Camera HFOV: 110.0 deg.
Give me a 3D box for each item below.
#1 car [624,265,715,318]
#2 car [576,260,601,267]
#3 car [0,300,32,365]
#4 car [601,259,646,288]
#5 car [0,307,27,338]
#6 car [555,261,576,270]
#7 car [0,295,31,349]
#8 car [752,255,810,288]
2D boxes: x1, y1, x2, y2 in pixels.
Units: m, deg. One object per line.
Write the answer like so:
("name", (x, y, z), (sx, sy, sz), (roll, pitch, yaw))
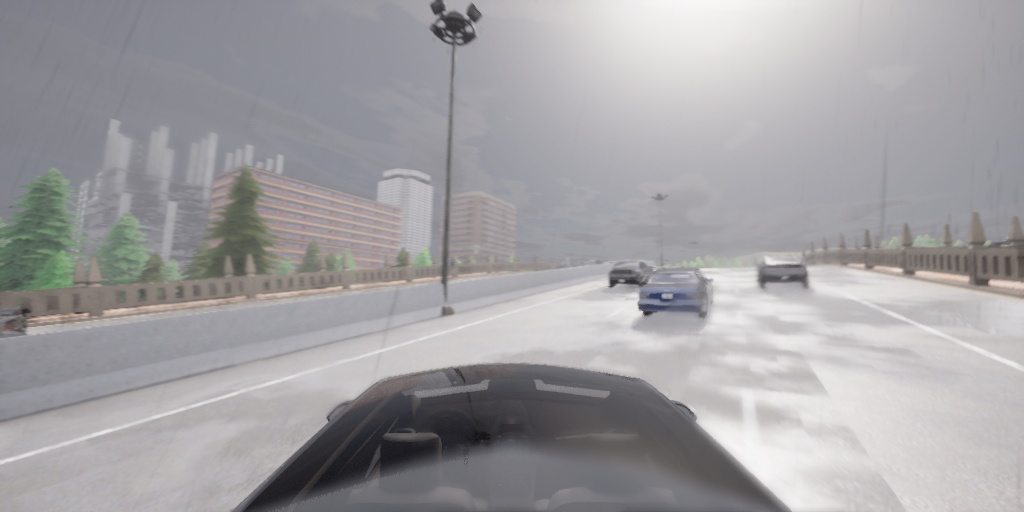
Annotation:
("car", (5.563, 1.092, 11.951), (2.033, 1.411, 5.357), (-3, 0, 32))
("car", (10.416, 1.243, 46.790), (1.837, 1.490, 4.892), (-3, -3, 32))
("car", (-13.899, 1.931, 7.358), (1.812, 1.442, 4.674), (-3, 0, 32))
("car", (7.064, 1.024, 21.089), (1.837, 1.490, 4.892), (-3, 0, 32))
("car", (-10.888, 1.824, 5.575), (1.994, 1.385, 4.181), (-3, 0, 32))
("car", (7.437, 1.426, 48.618), (1.994, 1.385, 4.181), (-3, -3, 32))
("car", (-16.779, 2.050, 9.351), (1.837, 1.490, 4.892), (-3, 0, 32))
("car", (13.230, 0.715, 17.768), (2.128, 1.511, 4.902), (-3, 0, 32))
